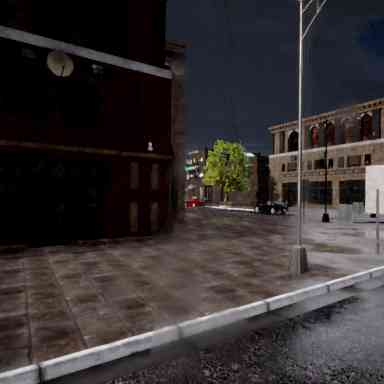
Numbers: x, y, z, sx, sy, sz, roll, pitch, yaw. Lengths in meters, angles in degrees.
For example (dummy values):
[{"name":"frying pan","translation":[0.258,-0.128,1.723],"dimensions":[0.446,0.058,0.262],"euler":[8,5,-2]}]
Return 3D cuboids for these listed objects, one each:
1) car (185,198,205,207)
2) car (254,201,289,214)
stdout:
[{"name":"car","translation":[0.421,1.621,51.459],"dimensions":[1.887,1.381,4.507],"euler":[1,-1,-27]},{"name":"car","translation":[8.499,1.623,35.983],"dimensions":[2.008,1.369,4.403],"euler":[1,-1,-27]}]
